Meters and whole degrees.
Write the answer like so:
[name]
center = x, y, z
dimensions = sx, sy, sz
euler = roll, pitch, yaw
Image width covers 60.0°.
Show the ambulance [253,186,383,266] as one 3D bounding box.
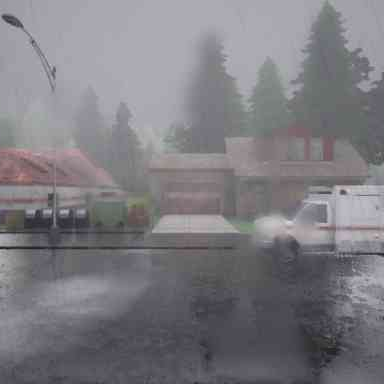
[ambulance]
center = 5.299, 1.029, 11.039
dimensions = 6.366, 2.431, 2.351
euler = 0, 0, 0
